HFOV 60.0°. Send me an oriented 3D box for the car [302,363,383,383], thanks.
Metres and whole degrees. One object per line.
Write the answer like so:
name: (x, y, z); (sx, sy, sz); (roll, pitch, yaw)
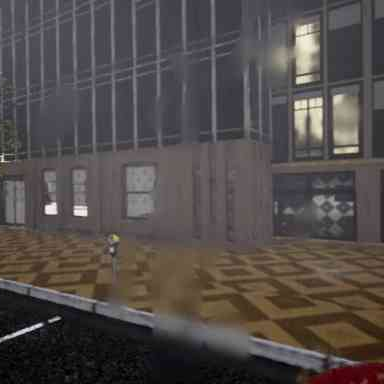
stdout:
car: (2.504, 1.529, 1.360); (4.206, 1.307, 1.802); (0, 1, 31)
